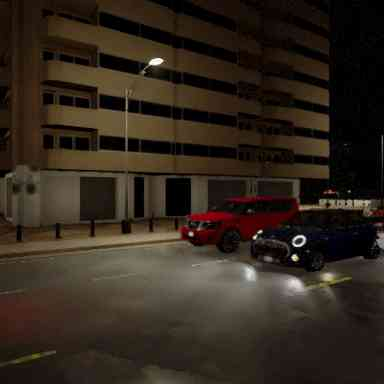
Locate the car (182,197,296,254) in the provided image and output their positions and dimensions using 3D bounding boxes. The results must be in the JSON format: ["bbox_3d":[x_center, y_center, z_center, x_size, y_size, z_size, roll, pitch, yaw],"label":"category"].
[{"bbox_3d":[2.277,1.223,13.884,5.566,2.045,2.150,0,0,-33],"label":"car"}]

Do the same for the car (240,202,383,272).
[{"bbox_3d":[4.083,1.352,10.884,4.553,1.767,2.097,0,0,-34],"label":"car"}]
